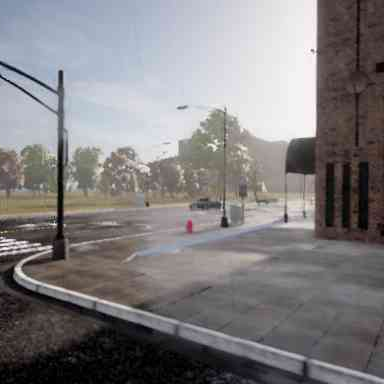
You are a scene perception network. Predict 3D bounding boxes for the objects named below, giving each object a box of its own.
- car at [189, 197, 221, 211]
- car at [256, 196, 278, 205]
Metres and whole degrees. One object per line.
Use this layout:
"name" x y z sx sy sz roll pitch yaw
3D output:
"car" 1.566 1.346 37.984 1.812 1.442 4.674 1 1 36
"car" 11.651 1.235 51.760 1.895 1.301 4.718 1 1 36
